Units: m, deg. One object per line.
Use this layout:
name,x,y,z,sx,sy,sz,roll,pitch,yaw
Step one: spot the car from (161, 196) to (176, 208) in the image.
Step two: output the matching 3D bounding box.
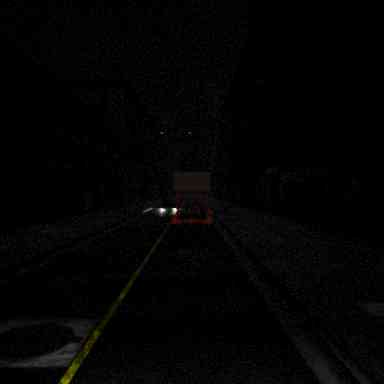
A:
car,-3.096,1.350,45.346,1.882,1.535,5.008,0,0,0

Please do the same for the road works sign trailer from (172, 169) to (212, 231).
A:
road works sign trailer,-0.005,0.414,20.230,2.380,3.560,2.880,0,0,0
